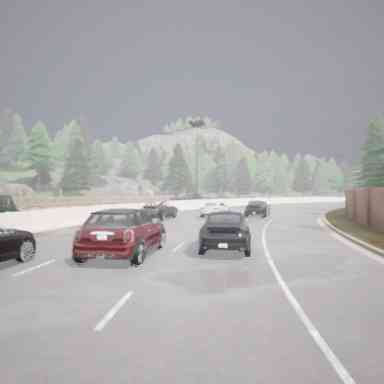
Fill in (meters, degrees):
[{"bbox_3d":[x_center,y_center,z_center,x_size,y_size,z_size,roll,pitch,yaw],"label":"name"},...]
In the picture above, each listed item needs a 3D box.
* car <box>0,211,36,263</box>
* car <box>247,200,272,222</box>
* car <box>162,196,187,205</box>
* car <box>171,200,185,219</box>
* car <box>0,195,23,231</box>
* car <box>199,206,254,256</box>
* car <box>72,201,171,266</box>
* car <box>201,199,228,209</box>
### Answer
[{"bbox_3d":[-6.224,1.472,9.071,2.128,1.511,4.902,0,0,6],"label":"car"},{"bbox_3d":[6.130,1.541,30.694,1.837,1.490,4.892,0,0,20],"label":"car"},{"bbox_3d":[-3.048,1.516,58.888,1.837,1.490,4.892,0,0,33],"label":"car"},{"bbox_3d":[-2.574,1.493,26.834,2.128,1.511,4.902,0,0,17],"label":"car"},{"bbox_3d":[-12.138,1.183,18.289,2.150,2.045,5.566,0,0,11],"label":"car"},{"bbox_3d":[1.397,1.516,13.328,1.837,1.490,4.892,0,0,9],"label":"car"},{"bbox_3d":[-2.346,1.348,11.842,2.097,1.767,4.553,0,0,8],"label":"car"},{"bbox_3d":[2.112,1.546,29.915,1.812,1.442,4.674,0,0,19],"label":"car"}]
